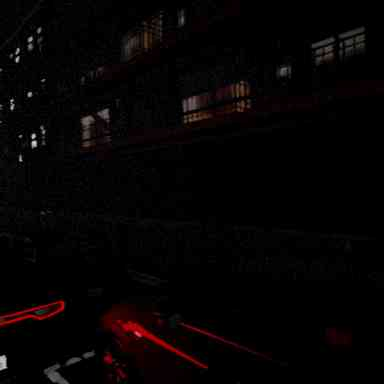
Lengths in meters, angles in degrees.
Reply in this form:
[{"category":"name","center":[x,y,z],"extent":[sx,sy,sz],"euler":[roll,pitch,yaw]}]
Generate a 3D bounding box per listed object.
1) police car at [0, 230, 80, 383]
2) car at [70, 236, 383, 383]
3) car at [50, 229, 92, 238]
[{"category":"police car","center":[-3.621,1.425,4.965],"extent":[1.930,1.638,5.238],"euler":[-2,1,-43]},{"category":"car","center":[0.699,1.360,3.204],"extent":[1.967,1.590,4.097],"euler":[-2,1,-43]},{"category":"car","center":[-3.165,1.501,7.304],"extent":[2.008,1.369,4.403],"euler":[-2,1,-43]}]
